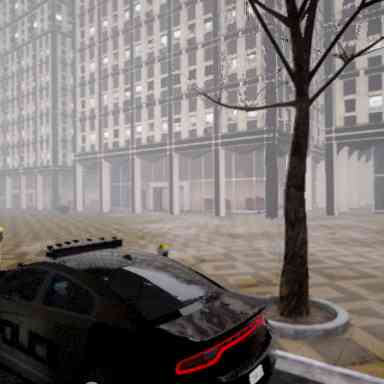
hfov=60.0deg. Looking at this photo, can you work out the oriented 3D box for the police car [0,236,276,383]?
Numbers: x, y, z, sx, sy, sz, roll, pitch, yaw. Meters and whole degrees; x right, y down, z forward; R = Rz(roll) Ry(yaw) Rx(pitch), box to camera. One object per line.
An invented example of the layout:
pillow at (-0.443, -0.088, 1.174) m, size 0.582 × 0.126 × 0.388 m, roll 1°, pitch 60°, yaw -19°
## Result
police car at (-1.525, 1.466, 4.516) m, size 5.238 × 1.638 × 1.930 m, roll -1°, pitch 0°, yaw 36°
